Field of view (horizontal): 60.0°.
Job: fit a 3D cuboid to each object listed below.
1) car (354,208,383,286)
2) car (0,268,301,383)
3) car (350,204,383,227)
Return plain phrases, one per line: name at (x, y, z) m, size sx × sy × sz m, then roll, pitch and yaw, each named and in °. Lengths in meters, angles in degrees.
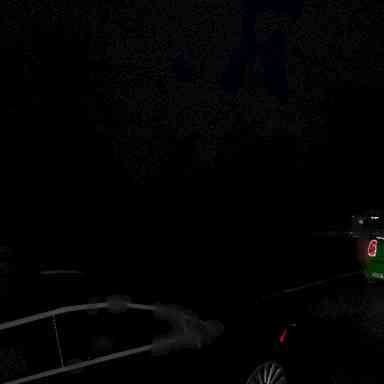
car at (6.279, 1.352, 8.178) m, size 4.553 × 1.767 × 2.097 m, roll 0°, pitch 0°, yaw -35°
car at (-1.037, 1.492, 2.986) m, size 4.902 × 1.511 × 2.128 m, roll 0°, pitch 0°, yaw -36°
car at (11.931, 1.491, 20.963) m, size 4.902 × 1.511 × 2.128 m, roll 0°, pitch 0°, yaw -35°
